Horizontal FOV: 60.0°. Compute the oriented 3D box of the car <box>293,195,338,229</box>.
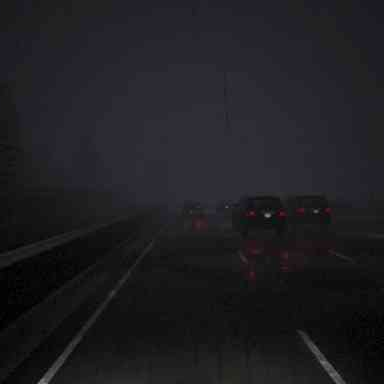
[{"bbox_3d":[7.098,1.220,21.710,2.150,2.045,5.566,0,0,0],"label":"car"}]

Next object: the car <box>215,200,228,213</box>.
[{"bbox_3d":[3.594,1.560,36.419,1.994,1.385,4.181,0,0,0],"label":"car"}]

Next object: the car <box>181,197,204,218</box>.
[{"bbox_3d":[0.021,1.490,30.458,2.128,1.511,4.902,0,0,0],"label":"car"}]

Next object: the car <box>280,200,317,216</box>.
[{"bbox_3d":[10.594,1.544,33.537,2.033,1.411,5.357,0,0,0],"label":"car"}]

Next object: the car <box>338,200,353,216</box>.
[{"bbox_3d":[14.094,1.475,33.037,1.882,1.535,5.008,0,0,0],"label":"car"}]

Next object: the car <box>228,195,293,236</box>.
[{"bbox_3d":[3.585,1.220,18.525,2.150,2.045,5.566,0,0,0],"label":"car"}]

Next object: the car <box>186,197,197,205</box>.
[{"bbox_3d":[-0.007,1.559,61.738,1.994,1.385,4.181,0,0,0],"label":"car"}]
